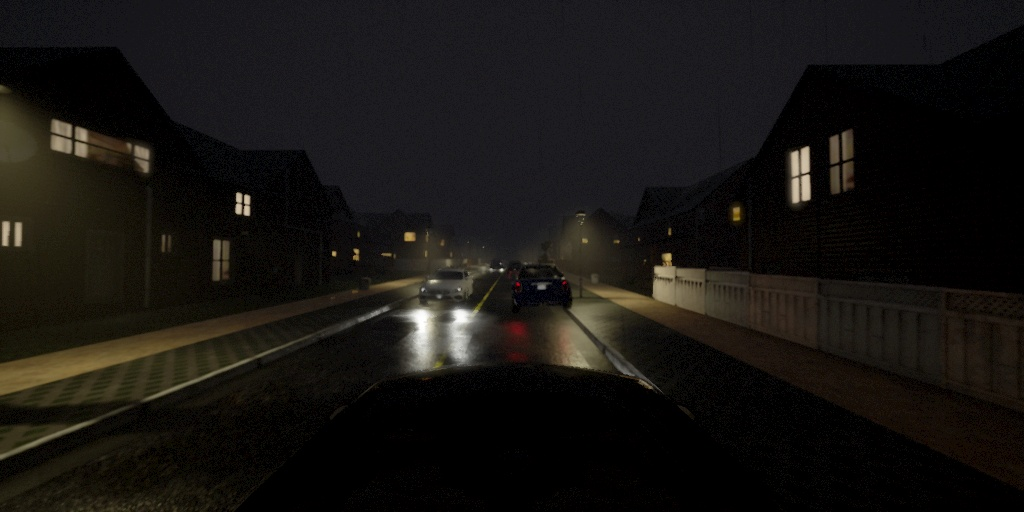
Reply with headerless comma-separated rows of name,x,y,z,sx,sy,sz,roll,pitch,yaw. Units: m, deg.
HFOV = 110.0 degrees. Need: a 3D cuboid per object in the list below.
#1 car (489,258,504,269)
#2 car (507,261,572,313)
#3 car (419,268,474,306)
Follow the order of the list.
car,-2.456,1.147,57.317,2.097,1.767,4.553,0,0,1
car,1.008,1.070,14.090,2.097,1.767,4.553,-2,0,0
car,-2.758,1.275,16.001,1.812,1.442,4.674,0,0,0
